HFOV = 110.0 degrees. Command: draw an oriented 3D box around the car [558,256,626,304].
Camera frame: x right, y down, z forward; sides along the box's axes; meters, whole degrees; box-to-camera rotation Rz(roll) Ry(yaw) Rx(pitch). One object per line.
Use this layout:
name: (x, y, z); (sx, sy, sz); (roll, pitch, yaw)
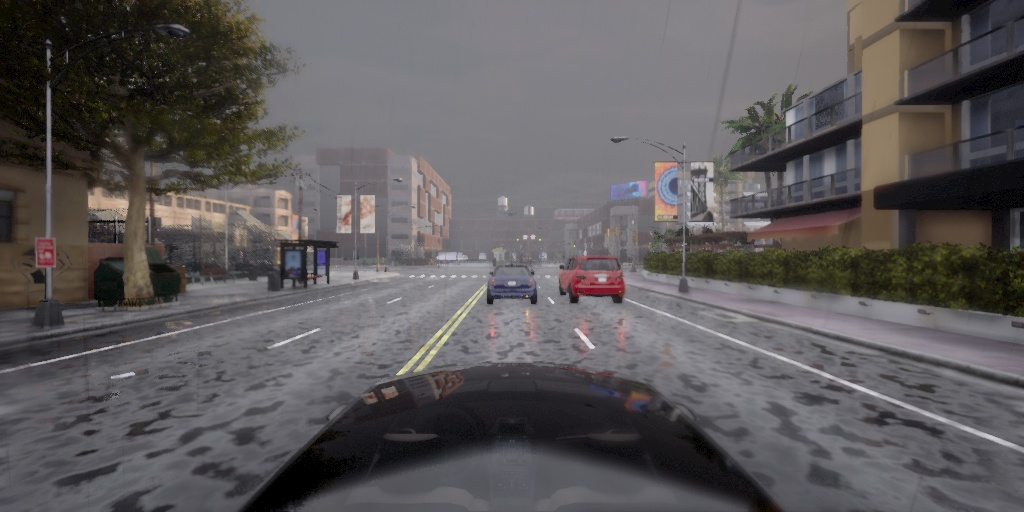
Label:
car: (3.500, 1.006, 16.530); (2.150, 2.045, 5.566); (0, 0, 0)

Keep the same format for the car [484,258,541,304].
car: (0.000, 1.114, 16.470); (2.097, 1.767, 4.553); (0, 0, 0)
